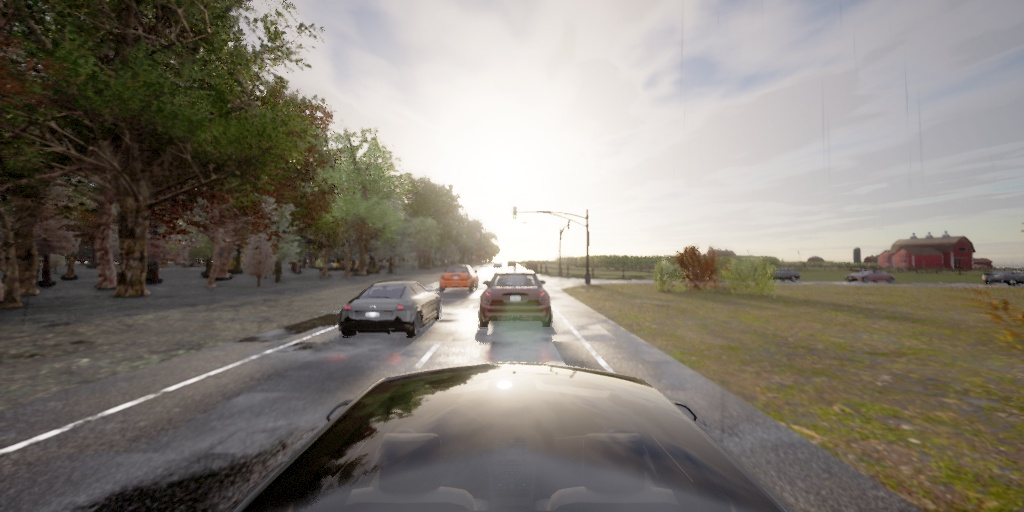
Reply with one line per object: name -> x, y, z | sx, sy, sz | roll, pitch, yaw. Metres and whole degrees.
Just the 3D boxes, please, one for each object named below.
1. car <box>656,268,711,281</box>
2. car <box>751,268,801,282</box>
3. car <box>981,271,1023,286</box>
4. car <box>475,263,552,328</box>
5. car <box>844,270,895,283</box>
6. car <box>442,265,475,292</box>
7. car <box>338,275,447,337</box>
car -> 18.696, 2.012, 39.124 | 5.357, 1.411, 2.033 | 1, -2, 0
car -> 28.634, 2.065, 39.086 | 4.902, 1.511, 2.128 | 1, -2, 0
car -> 49.617, 2.189, 35.401 | 4.902, 1.511, 2.128 | 1, -2, 0
car -> 0.092, 1.231, 12.090 | 2.097, 1.767, 4.553 | 0, -1, 0
car -> 38.857, 2.247, 39.024 | 4.181, 1.385, 1.994 | 1, -2, 1
car -> -3.414, 1.375, 23.922 | 2.097, 1.767, 4.553 | 0, -1, 0
car -> -3.406, 1.425, 10.754 | 1.994, 1.385, 4.181 | 0, -1, 0
